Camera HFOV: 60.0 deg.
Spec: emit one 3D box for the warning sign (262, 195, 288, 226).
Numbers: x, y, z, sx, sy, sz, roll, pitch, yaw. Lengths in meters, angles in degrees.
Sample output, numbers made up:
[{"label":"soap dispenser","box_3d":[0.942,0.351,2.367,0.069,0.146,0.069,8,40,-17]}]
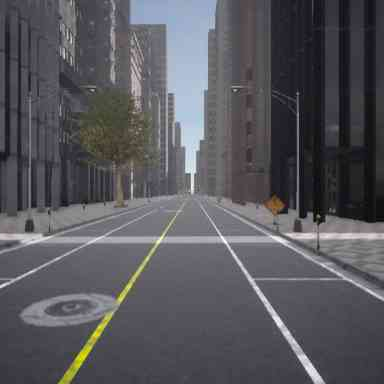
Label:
[{"label":"warning sign","box_3d":[5.066,1.116,20.304,1.300,1.860,1.060,0,0,0]}]
